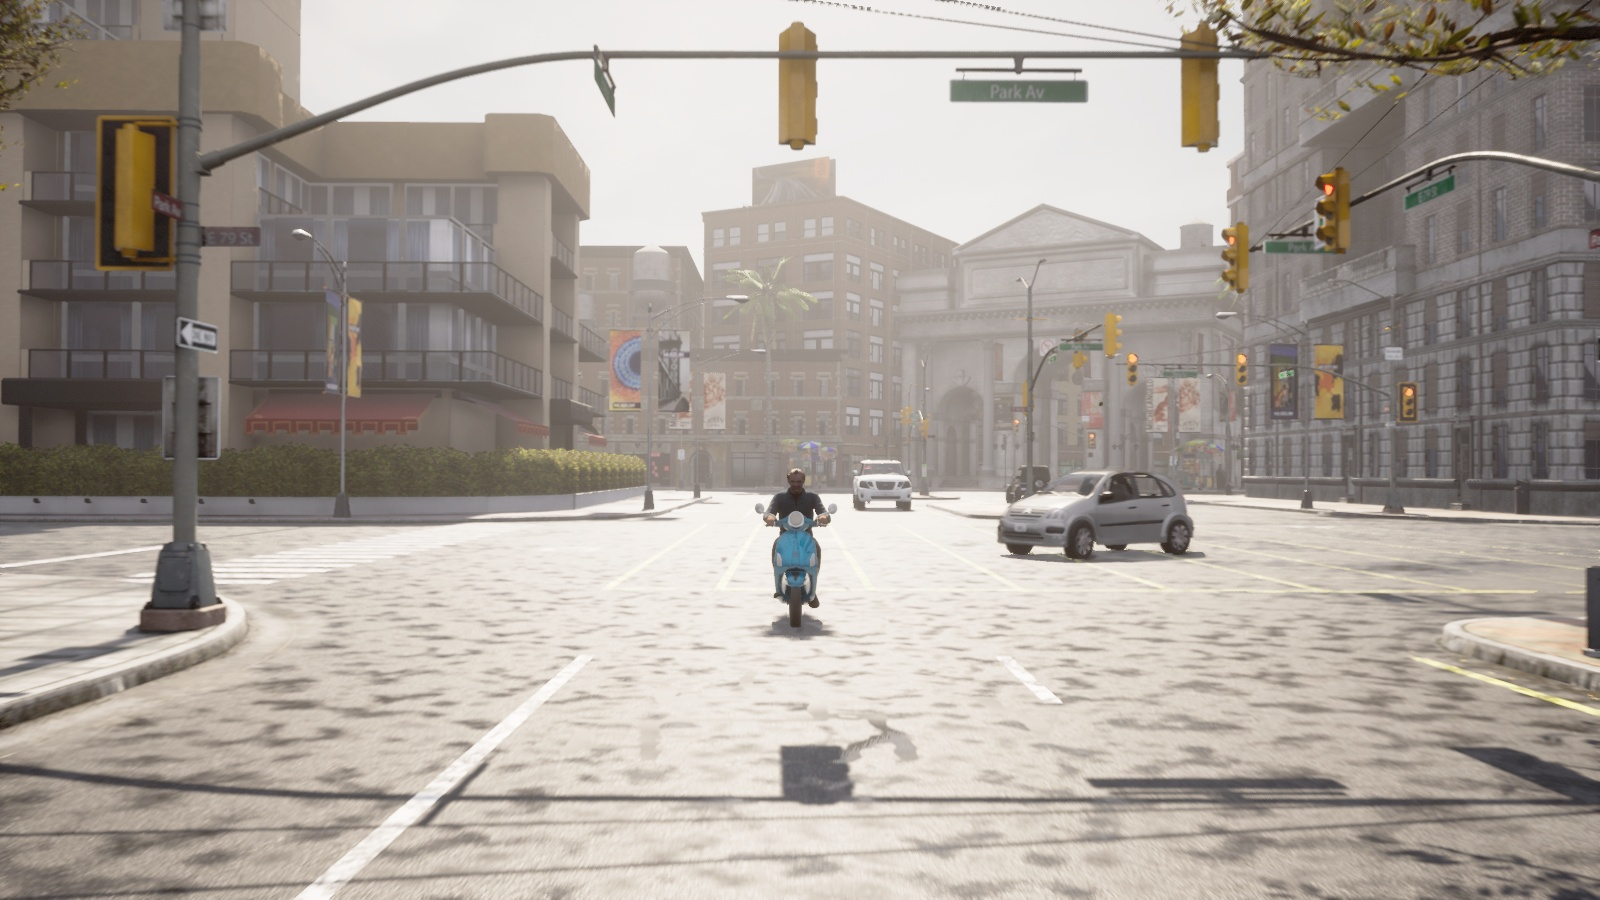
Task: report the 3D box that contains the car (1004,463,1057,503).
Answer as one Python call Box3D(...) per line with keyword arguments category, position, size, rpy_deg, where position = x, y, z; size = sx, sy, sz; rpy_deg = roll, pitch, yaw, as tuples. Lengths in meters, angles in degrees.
Box3D(category="car", position=(11.338, 1.603, 61.971), size=(1.905, 1.878, 3.866), rpy_deg=(0, -1, 0))

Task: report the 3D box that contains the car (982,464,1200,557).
Box3D(category="car", position=(5.564, 1.089, 23.853), size=(3.988, 1.617, 1.851), rpy_deg=(1, -1, -35))

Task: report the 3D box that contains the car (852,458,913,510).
Box3D(category="car", position=(3.363, 1.393, 52.167), size=(2.150, 2.045, 5.566), rpy_deg=(0, -1, 0))

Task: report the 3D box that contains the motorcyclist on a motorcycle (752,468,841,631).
Box3D(category="motorcyclist on a motorcycle", position=(-0.035, 0.989, 13.193), size=(0.866, 1.590, 1.817), rpy_deg=(0, -1, 0))
